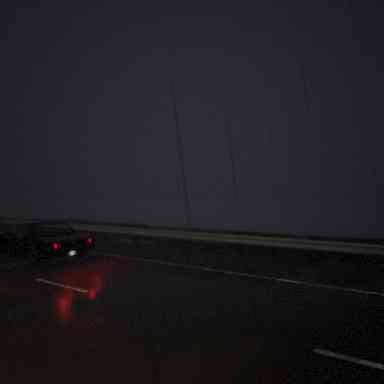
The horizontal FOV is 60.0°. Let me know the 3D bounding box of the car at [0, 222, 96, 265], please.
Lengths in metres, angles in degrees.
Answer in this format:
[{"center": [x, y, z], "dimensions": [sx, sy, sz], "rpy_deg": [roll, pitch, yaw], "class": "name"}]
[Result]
[{"center": [-5.764, 1.762, 12.328], "dimensions": [4.718, 1.301, 1.895], "rpy_deg": [-1, -1, 36], "class": "car"}]
